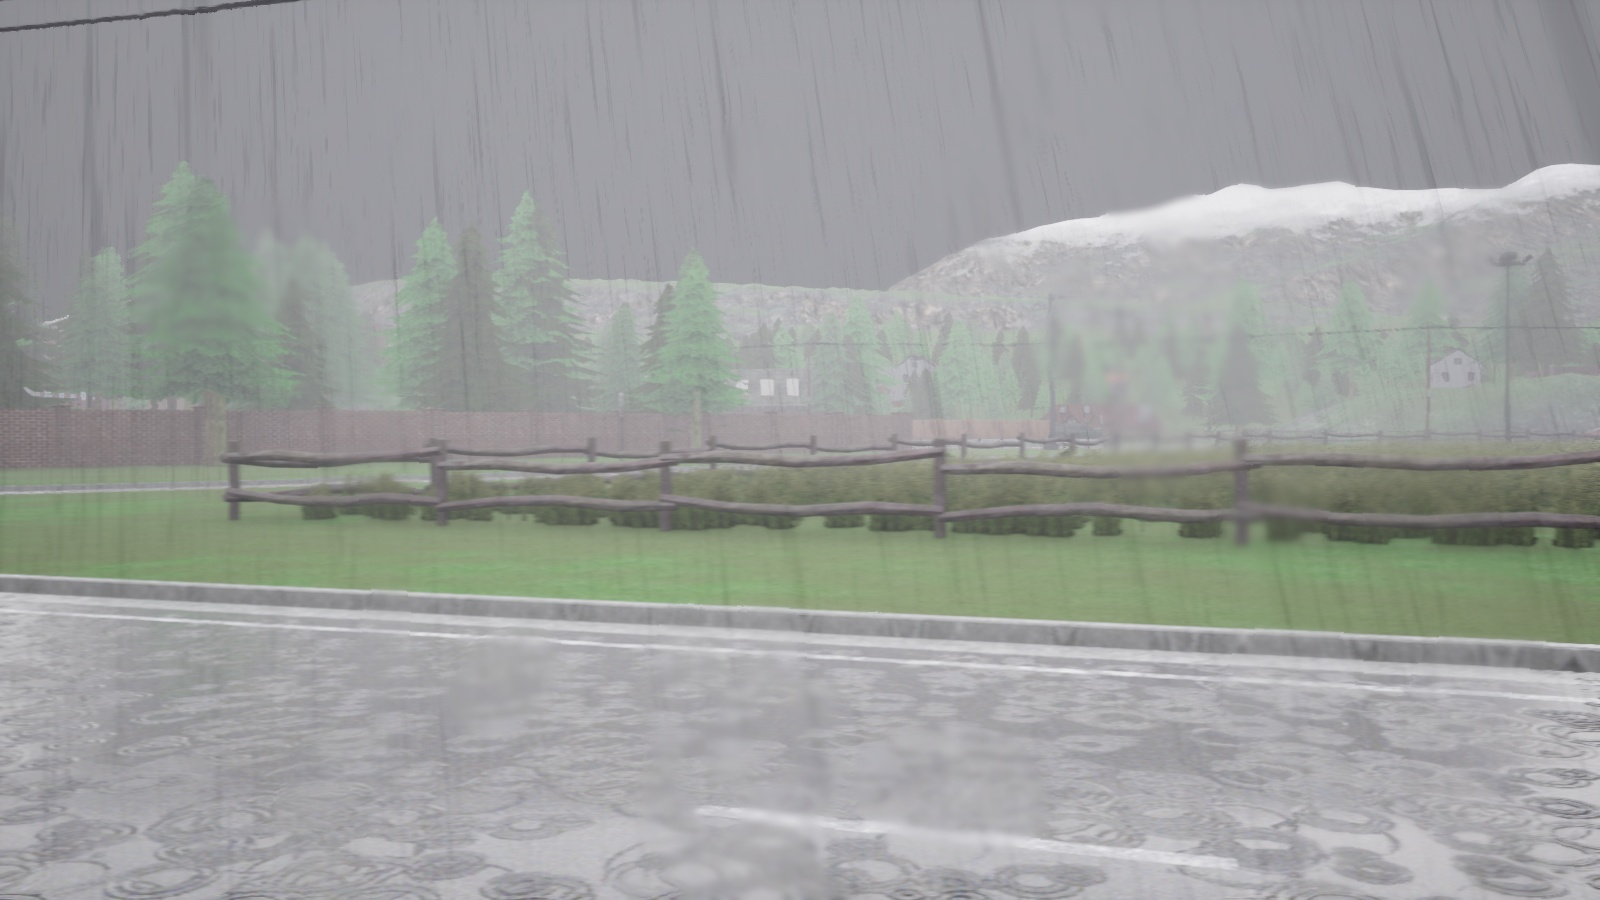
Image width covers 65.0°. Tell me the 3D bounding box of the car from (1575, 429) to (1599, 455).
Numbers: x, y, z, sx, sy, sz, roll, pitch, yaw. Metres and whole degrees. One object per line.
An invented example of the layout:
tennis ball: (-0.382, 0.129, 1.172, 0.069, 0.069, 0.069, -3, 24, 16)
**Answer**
car: (54.400, -0.519, 82.968, 5.027, 1.651, 2.152, 1, 1, 18)
